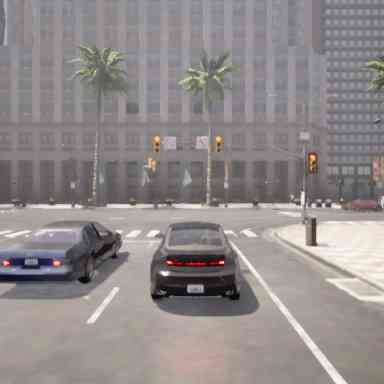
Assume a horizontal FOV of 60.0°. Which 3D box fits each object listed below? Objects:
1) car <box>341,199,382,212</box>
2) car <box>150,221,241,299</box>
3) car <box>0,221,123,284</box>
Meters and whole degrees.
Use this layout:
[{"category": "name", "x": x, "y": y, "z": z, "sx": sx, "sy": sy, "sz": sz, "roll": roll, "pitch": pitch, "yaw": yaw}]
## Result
[{"category": "car", "x": 19.572, "y": 1.540, "z": 38.494, "sx": 4.181, "sy": 1.385, "sz": 1.994, "roll": 0, "pitch": 0, "yaw": 0}, {"category": "car", "x": 0.076, "y": 1.500, "z": 8.423, "sx": 1.837, "sy": 1.490, "sz": 4.892, "roll": 0, "pitch": 0, "yaw": 0}, {"category": "car", "x": -3.421, "y": 1.541, "z": 9.618, "sx": 2.033, "sy": 1.411, "sz": 5.357, "roll": 0, "pitch": 0, "yaw": 0}]
